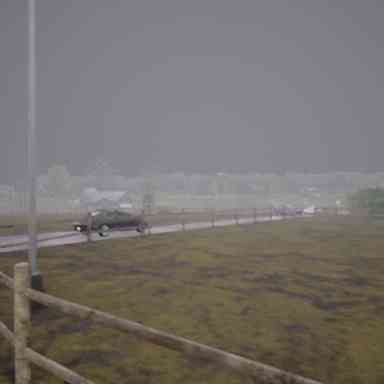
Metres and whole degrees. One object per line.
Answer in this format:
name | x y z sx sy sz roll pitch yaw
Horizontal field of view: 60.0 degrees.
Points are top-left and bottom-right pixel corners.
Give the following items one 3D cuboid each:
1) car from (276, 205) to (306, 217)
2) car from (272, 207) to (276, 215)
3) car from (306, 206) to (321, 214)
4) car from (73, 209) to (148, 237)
car | 13.511 2.665 45.315 1.994 1.385 4.181 -2 -3 36
car | 13.612 2.674 50.266 2.097 1.767 4.553 -2 -3 36
car | 19.239 2.955 53.361 1.812 1.442 4.674 -2 -3 36
car | -4.757 1.792 20.068 1.837 1.490 4.892 -2 -3 36
